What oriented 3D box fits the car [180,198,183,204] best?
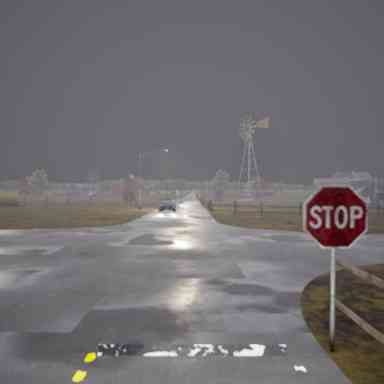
[{"bbox_3d":[-2.755,1.752,65.120,1.895,1.301,4.718,0,0,0],"label":"car"}]

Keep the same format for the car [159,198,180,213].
[{"bbox_3d":[-2.753,1.649,38.215,1.895,1.301,4.718,0,0,0],"label":"car"}]
